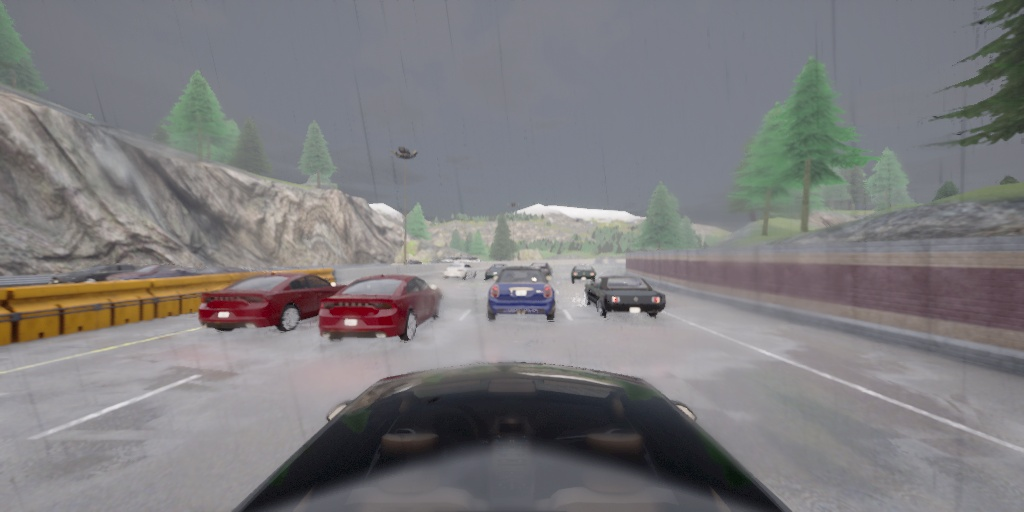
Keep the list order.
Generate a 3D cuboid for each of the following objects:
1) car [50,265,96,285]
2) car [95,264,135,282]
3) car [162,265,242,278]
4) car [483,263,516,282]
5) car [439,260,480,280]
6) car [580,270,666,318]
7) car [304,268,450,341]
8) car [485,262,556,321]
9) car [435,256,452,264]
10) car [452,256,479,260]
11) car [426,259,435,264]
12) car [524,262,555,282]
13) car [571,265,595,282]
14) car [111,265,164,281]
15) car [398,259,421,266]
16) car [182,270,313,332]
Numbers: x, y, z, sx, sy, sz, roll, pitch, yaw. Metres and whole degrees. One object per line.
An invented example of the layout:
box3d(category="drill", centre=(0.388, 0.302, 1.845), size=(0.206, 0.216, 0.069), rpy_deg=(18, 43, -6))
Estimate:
box3d(category="car", centre=(-26.965, 1.284, 23.828), size=(1.837, 1.490, 4.892), rpy_deg=(0, 0, 7))
box3d(category="car", centre=(-23.476, 1.305, 23.548), size=(1.812, 1.442, 4.674), rpy_deg=(0, 0, 7))
box3d(category="car", centre=(-16.753, 1.339, 20.490), size=(1.994, 1.385, 4.181), rpy_deg=(0, 0, 6))
box3d(category="car", centre=(-0.982, 1.355, 30.895), size=(1.994, 1.385, 4.181), rpy_deg=(0, 0, 10))
box3d(category="car", centre=(-4.465, 1.317, 31.337), size=(1.812, 1.442, 4.674), rpy_deg=(0, 0, 10))
box3d(category="car", centre=(3.873, 1.367, 13.151), size=(1.895, 1.301, 4.718), rpy_deg=(0, 0, 3))
box3d(category="car", centre=(-3.263, 1.239, 9.934), size=(1.882, 1.535, 5.008), rpy_deg=(0, 0, 2))
box3d(category="car", centre=(0.376, 1.117, 12.736), size=(2.097, 1.767, 4.553), rpy_deg=(0, 0, 3))
box3d(category="car", centre=(-10.389, 1.056, 62.267), size=(2.150, 2.045, 5.566), rpy_deg=(0, 0, 21))
box3d(category="car", centre=(-7.385, 1.053, 60.346), size=(2.150, 2.045, 5.566), rpy_deg=(0, 0, 21))
box3d(category="car", centre=(-13.477, 1.331, 63.990), size=(2.128, 1.511, 4.902), rpy_deg=(0, 0, 21))
box3d(category="car", centre=(2.460, 1.282, 30.319), size=(2.128, 1.511, 4.902), rpy_deg=(0, 0, 10))
box3d(category="car", centre=(5.709, 1.389, 28.777), size=(1.895, 1.301, 4.718), rpy_deg=(0, 0, 10))
box3d(category="car", centre=(-20.207, 1.377, 21.486), size=(1.895, 1.301, 4.718), rpy_deg=(0, 0, 6))
box3d(category="car", centre=(-17.795, 1.328, 62.441), size=(2.128, 1.511, 4.902), rpy_deg=(0, 0, 21))
box3d(category="car", centre=(-6.722, 1.240, 10.954), size=(1.882, 1.535, 5.008), rpy_deg=(0, 0, 2))
